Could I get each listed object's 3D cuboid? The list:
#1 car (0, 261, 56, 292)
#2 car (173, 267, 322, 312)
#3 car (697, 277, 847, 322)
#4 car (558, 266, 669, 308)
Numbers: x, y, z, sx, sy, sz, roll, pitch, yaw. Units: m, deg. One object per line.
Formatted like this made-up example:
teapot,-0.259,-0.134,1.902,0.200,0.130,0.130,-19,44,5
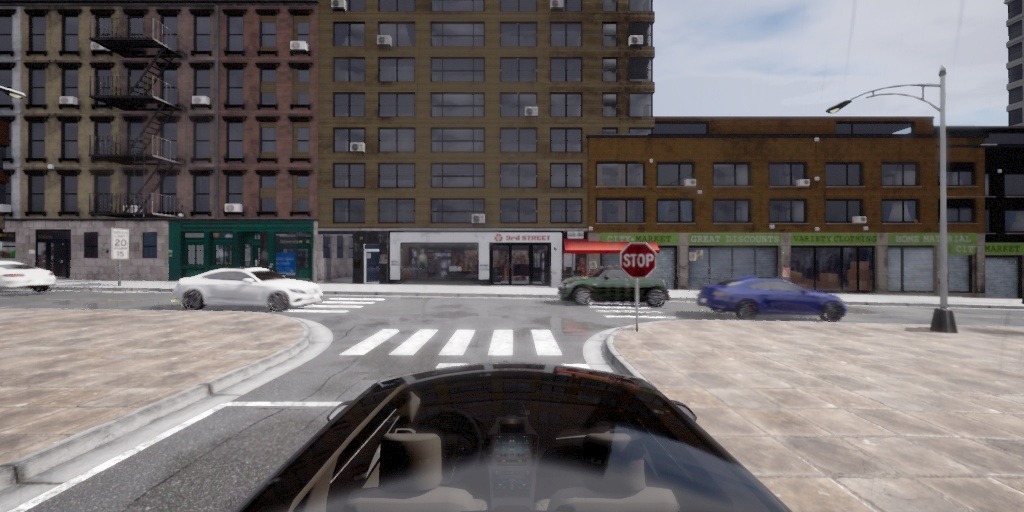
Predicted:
car,-23.113,0.931,15.784,4.674,1.442,1.812,1,0,0
car,-9.334,1.138,12.833,4.674,1.442,1.812,1,0,0
car,9.152,1.479,12.840,4.674,1.442,1.812,1,0,0
car,4.347,1.218,15.791,4.553,1.767,2.097,1,0,0
